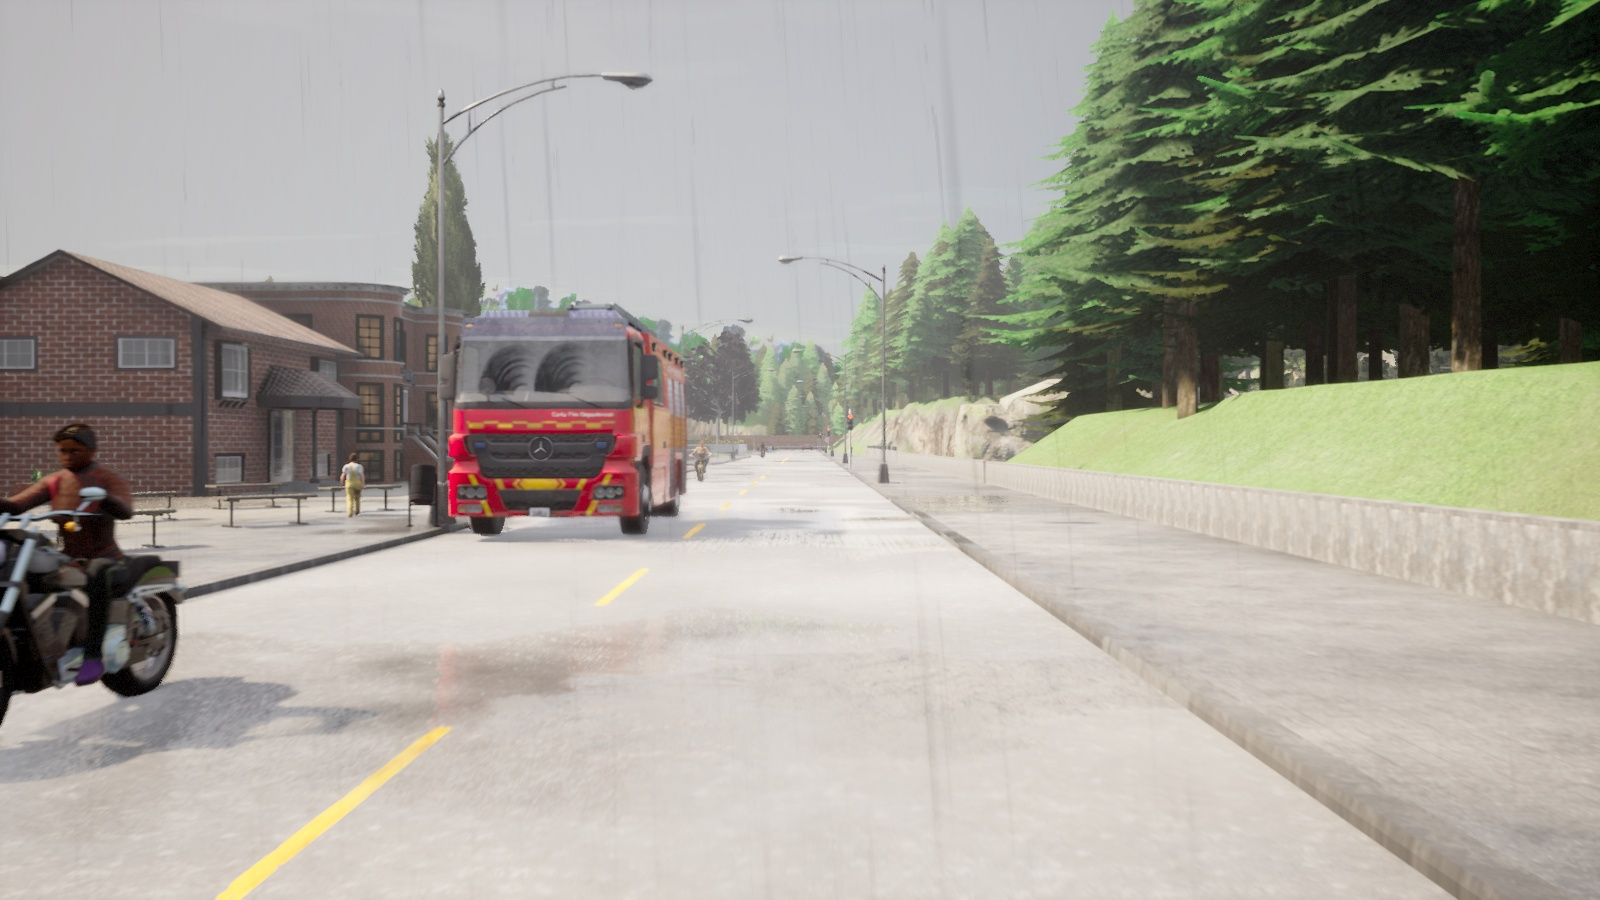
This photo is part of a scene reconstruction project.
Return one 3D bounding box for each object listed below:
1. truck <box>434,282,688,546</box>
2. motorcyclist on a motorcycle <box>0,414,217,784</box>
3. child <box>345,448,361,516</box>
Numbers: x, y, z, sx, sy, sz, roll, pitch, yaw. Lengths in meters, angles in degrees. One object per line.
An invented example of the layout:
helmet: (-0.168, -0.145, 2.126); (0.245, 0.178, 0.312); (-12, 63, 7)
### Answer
truck: (-3.854, -0.548, 22.516); (2.891, 3.827, 8.468); (0, 0, 0)
motorcyclist on a motorcycle: (-3.948, 0.657, 6.487); (0.766, 1.649, 2.350); (0, 0, 0)
child: (-8.413, 0.596, 23.632); (0.270, 1.263, 0.437); (0, 0, -17)
